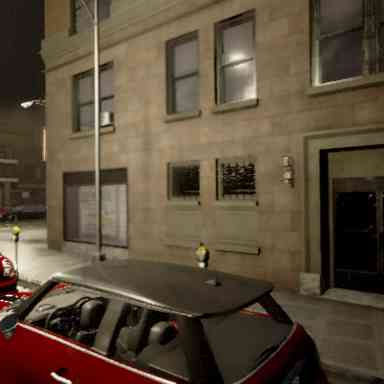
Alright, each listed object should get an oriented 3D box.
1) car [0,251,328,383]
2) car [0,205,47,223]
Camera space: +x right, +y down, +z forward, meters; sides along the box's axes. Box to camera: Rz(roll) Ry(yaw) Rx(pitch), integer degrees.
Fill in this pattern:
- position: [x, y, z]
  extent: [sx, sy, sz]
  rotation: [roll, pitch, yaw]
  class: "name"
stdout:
- position: [-0.863, 1.451, 3.479]
  extent: [4.097, 1.590, 1.967]
  rotation: [0, -1, 36]
  class: "car"
- position: [-13.798, 1.804, 28.134]
  extent: [2.033, 1.411, 5.357]
  rotation: [-1, -1, 37]
  class: "car"
